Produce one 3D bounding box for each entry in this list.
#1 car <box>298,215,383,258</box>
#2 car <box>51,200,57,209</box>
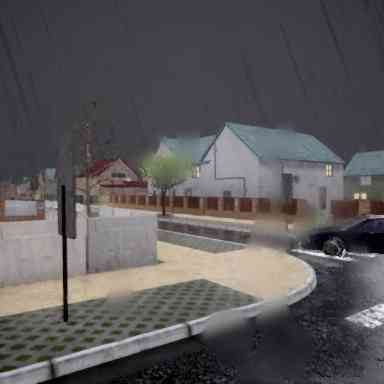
[{"bbox_3d":[6.639,1.536,11.825,5.357,1.411,2.033,0,1,13],"label":"car"},{"bbox_3d":[-15.715,1.470,40.442,1.812,1.442,4.674,-1,1,-37],"label":"car"}]
